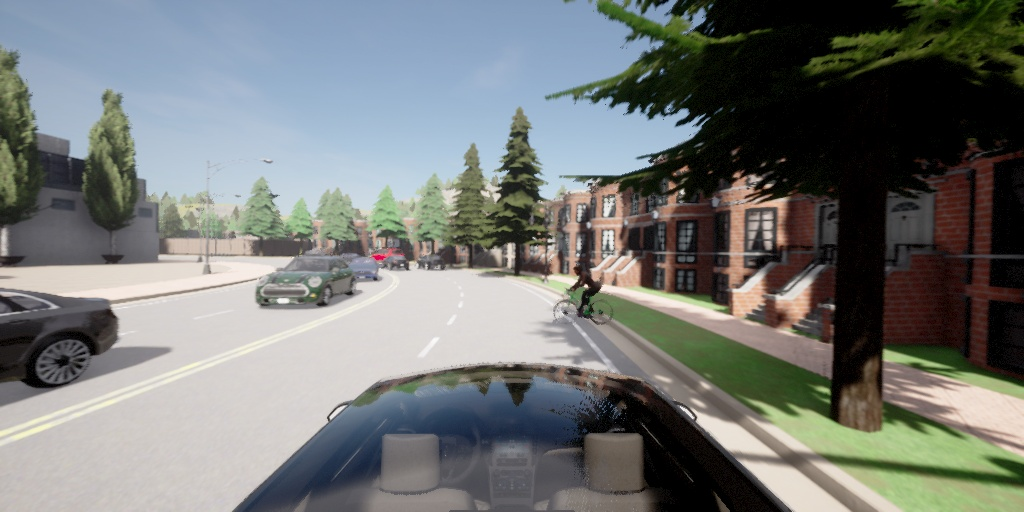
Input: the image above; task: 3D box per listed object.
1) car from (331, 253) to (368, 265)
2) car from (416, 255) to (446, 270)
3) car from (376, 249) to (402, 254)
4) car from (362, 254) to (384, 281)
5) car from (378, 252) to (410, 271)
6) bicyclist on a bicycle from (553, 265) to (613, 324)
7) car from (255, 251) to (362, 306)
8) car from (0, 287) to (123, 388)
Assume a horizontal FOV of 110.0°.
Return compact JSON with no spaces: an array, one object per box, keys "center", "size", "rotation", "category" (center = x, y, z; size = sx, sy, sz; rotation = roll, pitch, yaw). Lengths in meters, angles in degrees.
[{"center":[-20.735,0.330,45.584],"size":[5.357,1.411,2.033],"rotation":[2,1,38],"category":"car"},{"center":[-8.341,0.644,36.650],"size":[1.837,1.490,4.892],"rotation":[1,1,-32],"category":"car"},{"center":[-15.907,0.098,45.877],"size":[5.566,2.045,2.150],"rotation":[2,1,44],"category":"car"},{"center":[-9.787,0.823,23.798],"size":[2.033,1.411,5.357],"rotation":[1,1,-20],"category":"car"},{"center":[-11.402,0.625,35.073],"size":[1.812,1.442,4.674],"rotation":[1,1,-33],"category":"car"},{"center":[1.953,1.081,9.832],"size":[1.656,1.620,0.582],"rotation":[0,1,-1],"category":"bicyclist on a bicycle"},{"center":[-7.538,0.803,13.597],"size":[2.097,1.767,4.553],"rotation":[1,1,-8],"category":"car"},{"center":[-7.141,1.078,3.614],"size":[2.128,1.511,4.902],"rotation":[1,1,-1],"category":"car"}]
